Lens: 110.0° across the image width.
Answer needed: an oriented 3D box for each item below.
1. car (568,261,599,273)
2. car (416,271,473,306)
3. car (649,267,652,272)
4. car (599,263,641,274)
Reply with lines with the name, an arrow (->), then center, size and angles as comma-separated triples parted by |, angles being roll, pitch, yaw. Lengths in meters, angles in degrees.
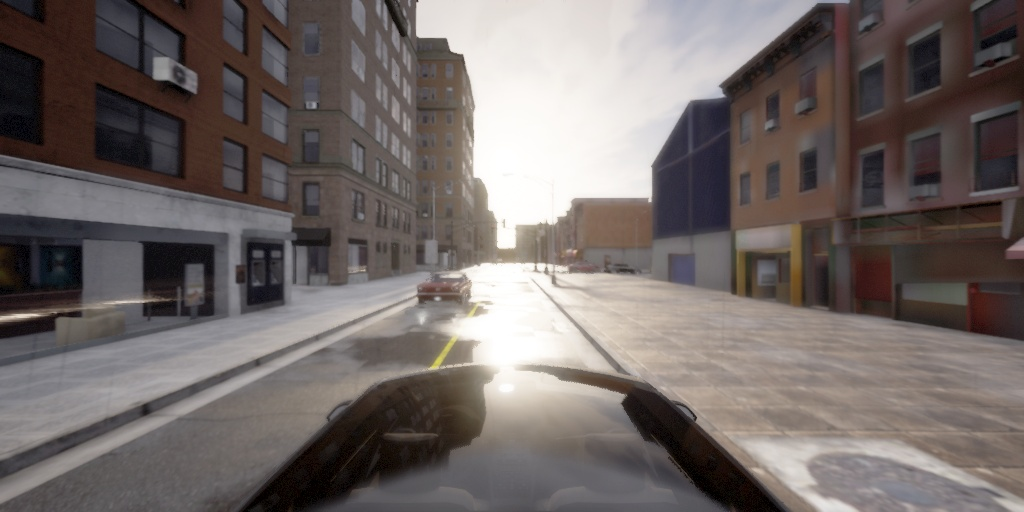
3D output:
car -> 9.201, 1.378, 45.042 | 4.181, 1.385, 1.994 | 0, 0, 0
car -> -2.911, 1.386, 16.279 | 1.895, 1.301, 4.718 | 0, 0, 0
car -> 18.824, 1.536, 42.466 | 4.829, 1.417, 1.751 | 0, 0, 0
car -> 13.032, 1.535, 42.427 | 4.313, 1.339, 1.948 | 0, 0, 0
